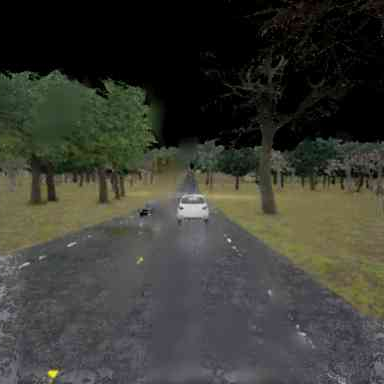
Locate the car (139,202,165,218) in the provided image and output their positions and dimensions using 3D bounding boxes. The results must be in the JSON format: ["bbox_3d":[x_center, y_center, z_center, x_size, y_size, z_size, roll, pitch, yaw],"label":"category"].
[{"bbox_3d":[-3.531,1.563,29.909,1.895,1.301,4.718,0,0,1],"label":"car"}]

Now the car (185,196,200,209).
[{"bbox_3d":[0.103,1.322,42.800,1.812,1.442,4.674,0,1,0],"label":"car"}]

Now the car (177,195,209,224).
[{"bbox_3d":[0.084,1.224,24.807,2.150,2.045,5.566,0,0,0],"label":"car"}]
